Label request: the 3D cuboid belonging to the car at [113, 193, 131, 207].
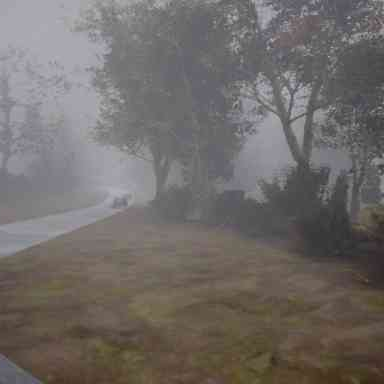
[{"bbox_3d":[-10.754,1.339,49.982,2.128,1.511,4.902,-1,1,-6],"label":"car"}]
